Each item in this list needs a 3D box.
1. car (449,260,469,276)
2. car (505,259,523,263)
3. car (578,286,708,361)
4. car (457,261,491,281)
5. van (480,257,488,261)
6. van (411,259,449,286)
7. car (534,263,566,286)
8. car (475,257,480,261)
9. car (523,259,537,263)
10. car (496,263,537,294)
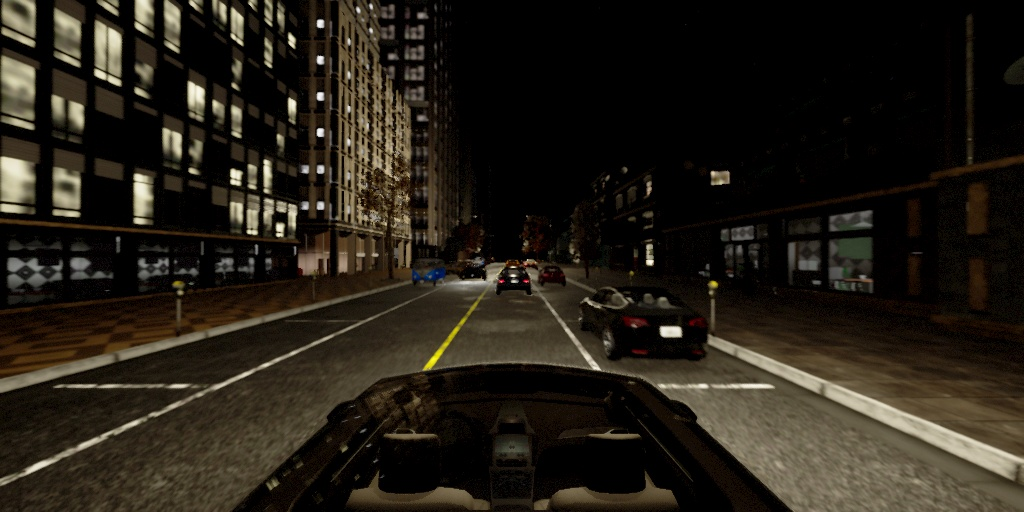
[{"bbox_3d":[-5.705,1.297,35.660,1.751,1.417,4.829,0,0,0],"label":"car"},{"bbox_3d":[0.081,1.261,48.062,1.882,1.535,5.008,0,0,0],"label":"car"},{"bbox_3d":[2.687,1.318,8.146,1.948,1.339,4.313,0,0,0],"label":"car"},{"bbox_3d":[-3.086,1.330,30.069,1.994,1.385,4.181,0,0,0],"label":"car"},{"bbox_3d":[-5.717,1.143,63.513,1.690,1.789,3.998,0,0,0],"label":"van"},{"bbox_3d":[-5.701,1.103,24.755,1.690,1.789,3.998,0,0,0],"label":"van"},{"bbox_3d":[2.680,1.344,24.757,1.802,1.307,4.207,0,0,0],"label":"car"},{"bbox_3d":[-5.710,1.223,46.903,1.967,1.591,4.097,0,0,0],"label":"car"},{"bbox_3d":[2.669,1.228,52.441,1.967,1.591,4.097,0,0,0],"label":"car"},{"bbox_3d":[0.091,1.306,20.245,2.033,1.411,5.357,0,0,0],"label":"car"}]
